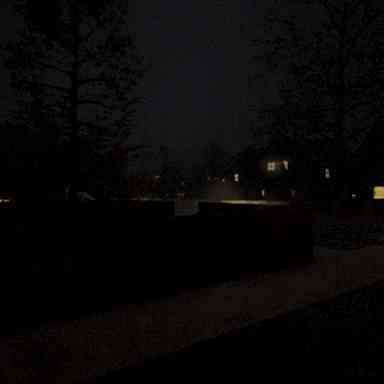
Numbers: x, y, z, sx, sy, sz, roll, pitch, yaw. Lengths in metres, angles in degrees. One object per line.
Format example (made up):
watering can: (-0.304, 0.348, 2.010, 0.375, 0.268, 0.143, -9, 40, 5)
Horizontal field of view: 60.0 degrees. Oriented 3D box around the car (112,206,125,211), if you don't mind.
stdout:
car: (-10.623, 1.906, 45.699, 1.812, 1.442, 4.674, 1, -1, -35)
